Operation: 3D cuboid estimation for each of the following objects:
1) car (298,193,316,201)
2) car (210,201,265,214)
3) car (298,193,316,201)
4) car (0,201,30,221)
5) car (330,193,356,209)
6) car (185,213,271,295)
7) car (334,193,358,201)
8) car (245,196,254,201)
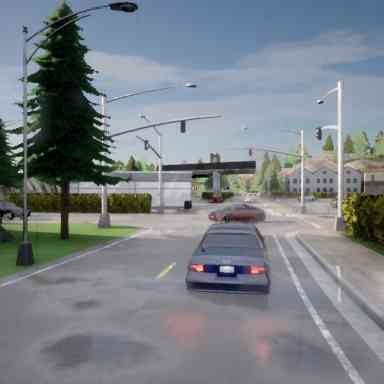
[{"bbox_3d":[27.402,1.077,79.301,3.866,1.878,1.905,0,0,10],"label":"car"},{"bbox_3d":[3.262,1.564,24.289,4.181,1.385,1.994,0,0,-22],"label":"car"},{"bbox_3d":[26.218,1.361,76.135,3.806,1.475,1.970,0,0,10],"label":"car"},{"bbox_3d":[-15.735,1.491,27.255,4.902,1.511,2.128,0,0,10],"label":"car"},{"bbox_3d":[20.265,1.330,42.399,5.027,1.636,2.152,0,0,10],"label":"car"},{"bbox_3d":[1.095,1.547,8.929,2.033,1.411,5.357,0,0,10],"label":"car"},{"bbox_3d":[34.573,1.097,74.686,4.605,1.855,1.932,0,0,10],"label":"car"},{"bbox_3d":[11.235,1.526,64.808,1.812,1.442,4.674,0,0,10],"label":"car"}]
